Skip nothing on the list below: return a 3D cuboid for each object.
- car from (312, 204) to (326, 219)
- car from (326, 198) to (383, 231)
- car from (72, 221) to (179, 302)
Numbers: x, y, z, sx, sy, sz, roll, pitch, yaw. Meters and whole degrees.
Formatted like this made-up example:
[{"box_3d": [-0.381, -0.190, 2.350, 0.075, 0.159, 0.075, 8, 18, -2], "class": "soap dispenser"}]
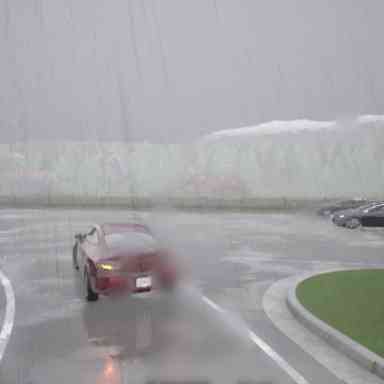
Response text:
[{"box_3d": [11.489, 1.214, 24.575, 4.892, 1.490, 1.837, 0, 1, 13], "class": "car"}, {"box_3d": [10.048, 1.283, 17.722, 4.902, 1.511, 2.128, 0, 1, 13], "class": "car"}, {"box_3d": [-1.765, 1.422, 8.082, 1.812, 1.442, 4.674, 0, 1, -23], "class": "car"}]
